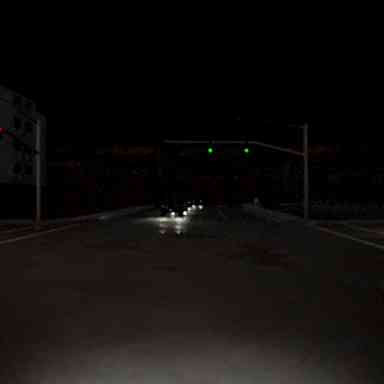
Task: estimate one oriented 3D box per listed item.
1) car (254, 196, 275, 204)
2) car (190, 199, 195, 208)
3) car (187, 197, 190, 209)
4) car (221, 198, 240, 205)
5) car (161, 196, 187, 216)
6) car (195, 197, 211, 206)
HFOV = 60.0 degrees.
[{"bbox_3d":[15.886,1.758,72.766,4.553,1.767,2.097,0,0,-22],"label":"car"},{"bbox_3d":[-1.105,1.692,55.261,2.097,1.767,4.553,0,0,5],"label":"car"},{"bbox_3d":[-1.616,1.809,45.395,1.812,1.442,4.674,0,0,3],"label":"car"},{"bbox_3d":[7.735,1.884,66.934,2.128,1.511,4.902,0,0,42],"label":"car"},{"bbox_3d":[-2.029,1.450,35.769,2.150,2.045,5.566,0,0,2],"label":"car"},{"bbox_3d":[2.009,1.741,64.951,2.097,1.767,4.553,0,0,29],"label":"car"}]
